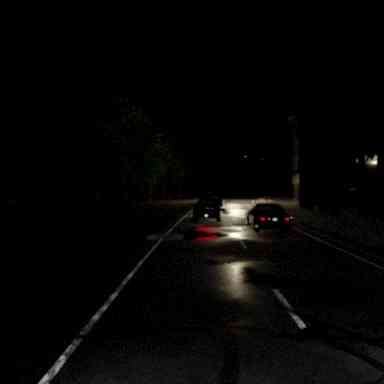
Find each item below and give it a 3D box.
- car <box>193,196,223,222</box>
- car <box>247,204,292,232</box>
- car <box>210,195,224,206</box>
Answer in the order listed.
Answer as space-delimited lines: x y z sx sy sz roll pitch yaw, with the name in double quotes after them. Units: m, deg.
1.123 1.283 24.263 1.837 1.490 4.892 0 0 4 "car"
4.238 1.383 18.840 2.033 1.411 5.357 0 1 4 "car"
2.835 1.105 41.127 1.812 1.442 4.674 0 1 7 "car"
